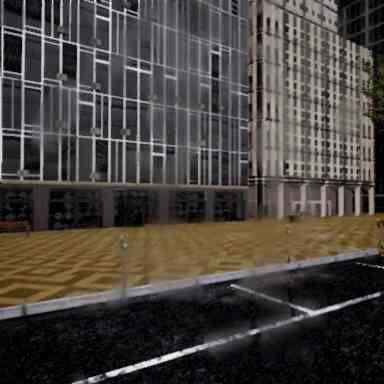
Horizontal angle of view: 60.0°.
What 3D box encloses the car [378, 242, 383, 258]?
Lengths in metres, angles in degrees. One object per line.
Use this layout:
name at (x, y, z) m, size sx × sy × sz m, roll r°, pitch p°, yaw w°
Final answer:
car at (8.594, 1.750, 12.008) m, size 4.829 × 1.417 × 1.752 m, roll 1°, pitch -1°, yaw -33°
